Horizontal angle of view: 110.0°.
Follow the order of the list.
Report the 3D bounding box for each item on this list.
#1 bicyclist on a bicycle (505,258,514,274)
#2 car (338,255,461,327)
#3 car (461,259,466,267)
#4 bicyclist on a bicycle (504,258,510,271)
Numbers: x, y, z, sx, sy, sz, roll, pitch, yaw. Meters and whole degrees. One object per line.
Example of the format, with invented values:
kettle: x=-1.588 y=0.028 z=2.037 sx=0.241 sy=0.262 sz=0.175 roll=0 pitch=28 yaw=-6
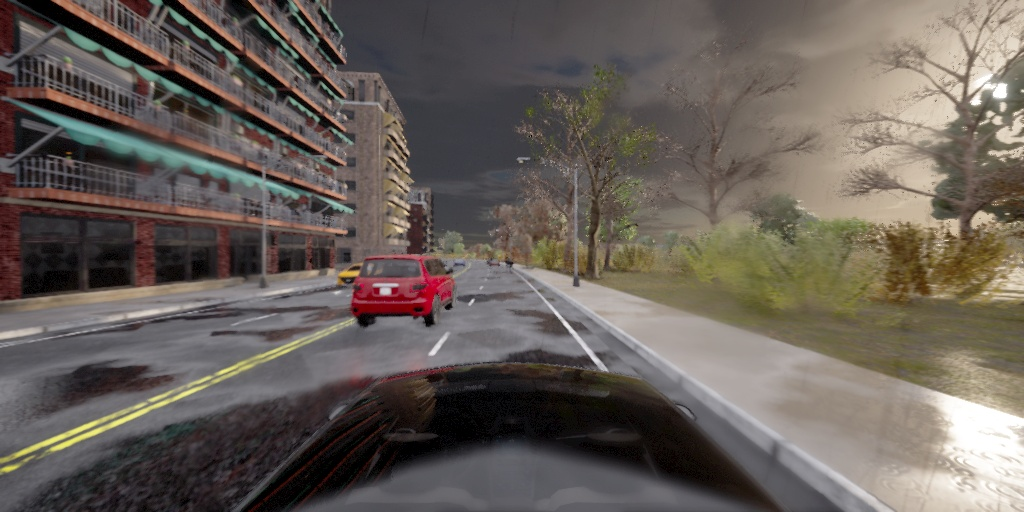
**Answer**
bicyclist on a bicycle: x=-0.093 y=1.123 z=39.115 sx=0.659 sy=1.776 sz=1.843 roll=0 pitch=0 yaw=-3
car: x=-3.227 y=0.980 z=11.737 sx=2.150 sy=2.045 sz=5.566 roll=0 pitch=0 yaw=-1
car: x=-9.339 y=1.240 z=64.348 sx=1.882 sy=1.535 sz=5.008 roll=0 pitch=0 yaw=-5
bicyclist on a bicycle: x=-0.635 y=1.122 z=48.175 sx=0.659 sy=1.776 sz=1.843 roll=0 pitch=0 yaw=-4
